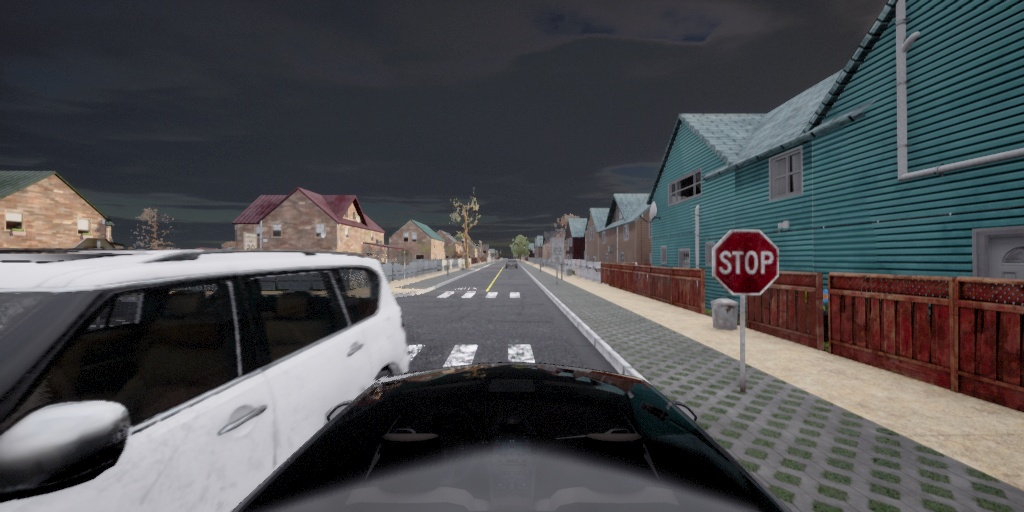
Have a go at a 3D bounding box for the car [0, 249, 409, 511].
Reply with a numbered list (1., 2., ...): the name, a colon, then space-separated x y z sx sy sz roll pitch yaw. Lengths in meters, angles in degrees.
1. car: -2.303 0.970 1.853 2.150 2.045 5.566 0 0 3

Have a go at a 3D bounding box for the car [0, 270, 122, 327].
1. car: -15.623 1.225 11.009 4.902 1.511 2.128 0 -1 -1

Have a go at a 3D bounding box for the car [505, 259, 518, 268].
1. car: -0.078 1.244 60.438 2.128 1.511 4.902 0 0 0
